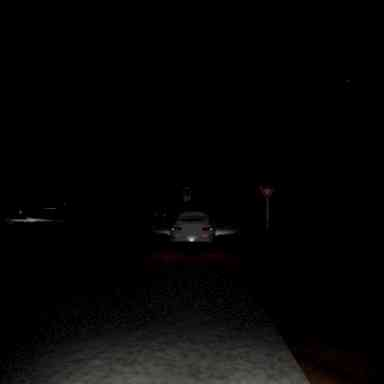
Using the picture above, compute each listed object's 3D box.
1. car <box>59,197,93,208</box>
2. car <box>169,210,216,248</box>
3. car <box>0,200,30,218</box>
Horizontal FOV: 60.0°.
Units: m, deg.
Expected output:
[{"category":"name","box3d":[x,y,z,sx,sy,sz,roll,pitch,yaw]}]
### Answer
[{"category":"car","box3d":[-16.741,1.515,48.228,1.837,1.490,4.892,0,0,38]},{"category":"car","box3d":[0.085,1.530,14.648,1.812,1.442,4.674,0,0,2]},{"category":"car","box3d":[-16.381,1.493,30.585,2.128,1.511,4.902,0,0,-40]}]
